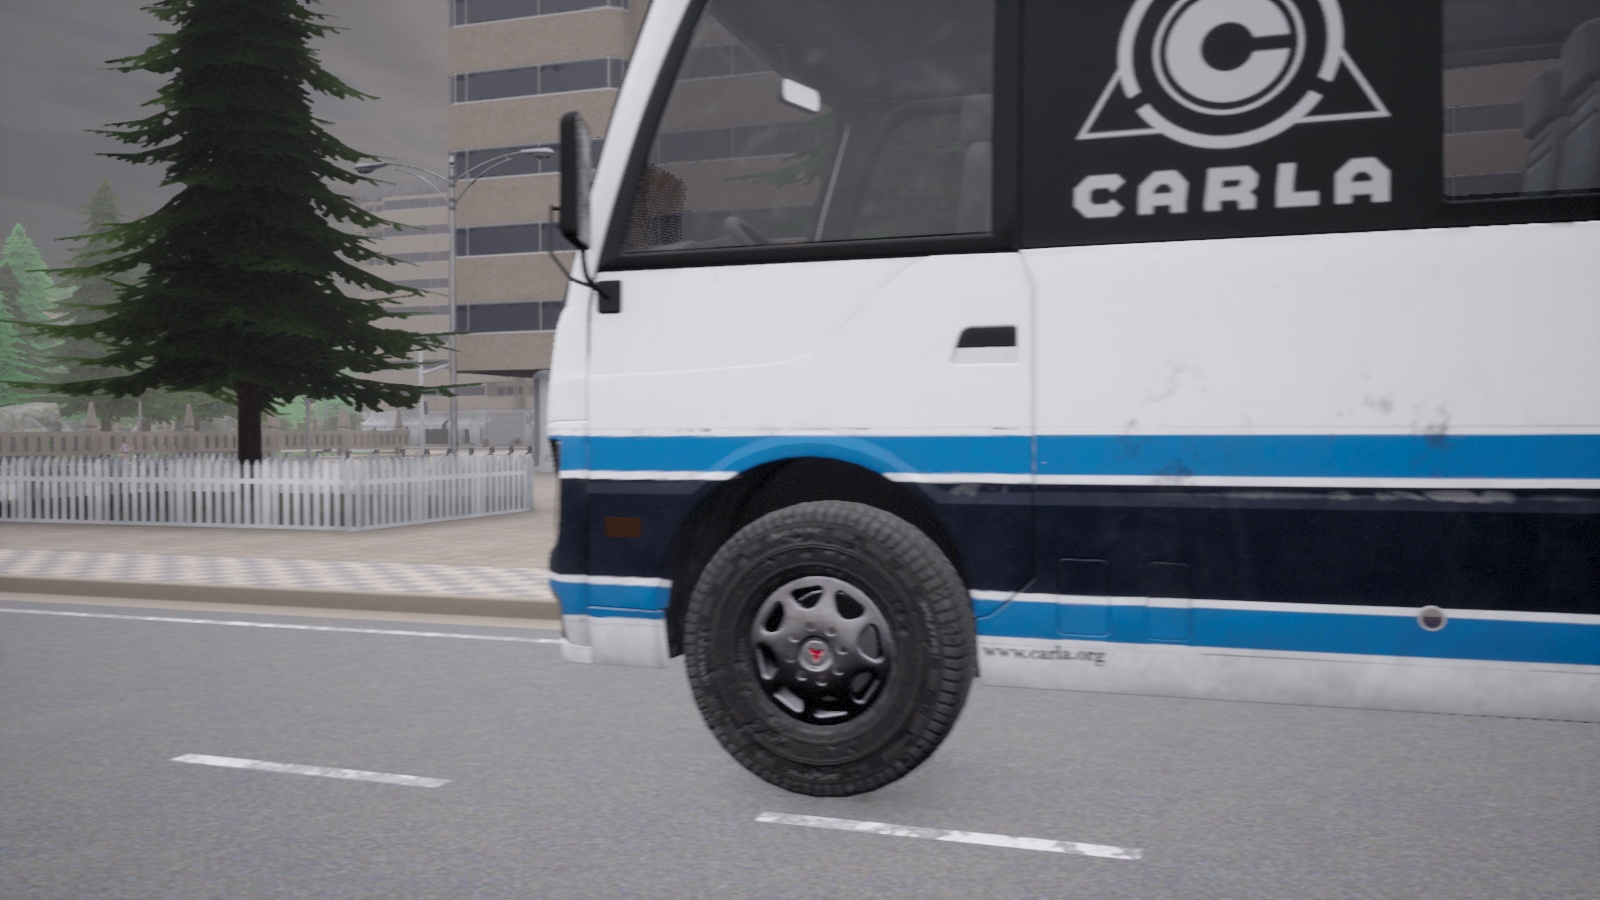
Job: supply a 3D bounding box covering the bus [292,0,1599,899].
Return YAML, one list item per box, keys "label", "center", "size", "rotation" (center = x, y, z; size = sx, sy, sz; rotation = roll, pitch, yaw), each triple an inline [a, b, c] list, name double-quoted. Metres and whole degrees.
- label: "bus"
  center: [3.254, -0.630, 5.769]
  size: [10.273, 4.253, 3.944]
  rotation: [1, 1, 19]
